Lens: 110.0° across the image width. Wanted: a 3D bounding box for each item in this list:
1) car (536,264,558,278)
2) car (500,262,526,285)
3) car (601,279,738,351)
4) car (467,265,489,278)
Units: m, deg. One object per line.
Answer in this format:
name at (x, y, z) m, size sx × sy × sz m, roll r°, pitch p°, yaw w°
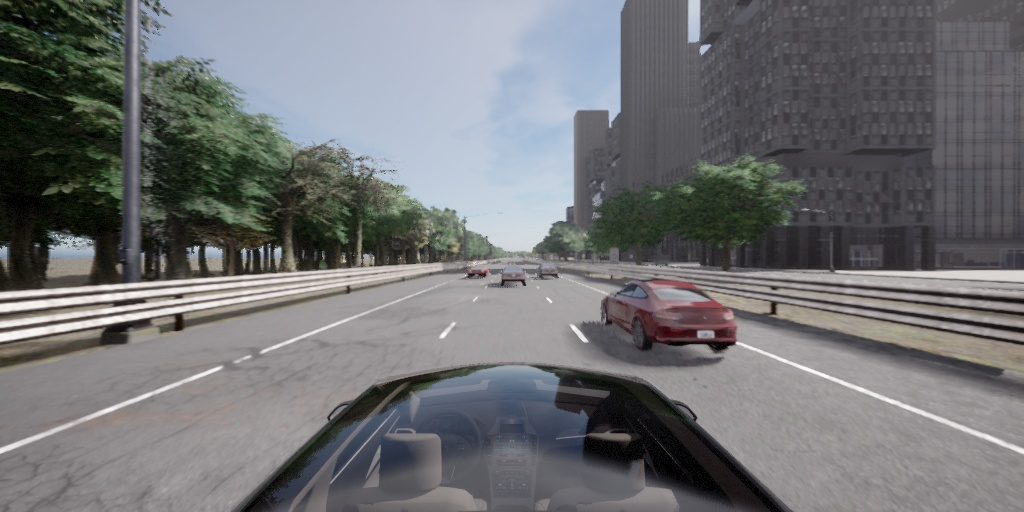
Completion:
car at (3.598, 1.512, 36.808) m, size 2.033 × 1.411 × 5.357 m, roll 0°, pitch 0°, yaw 0°
car at (0.099, 1.438, 27.370) m, size 2.033 × 1.411 × 5.357 m, roll 0°, pitch 0°, yaw 0°
car at (3.599, 1.301, 8.958) m, size 1.812 × 1.442 × 4.674 m, roll 0°, pitch 0°, yaw 0°
car at (-3.402, 1.567, 36.970) m, size 1.895 × 1.301 × 4.718 m, roll 0°, pitch 0°, yaw 0°
